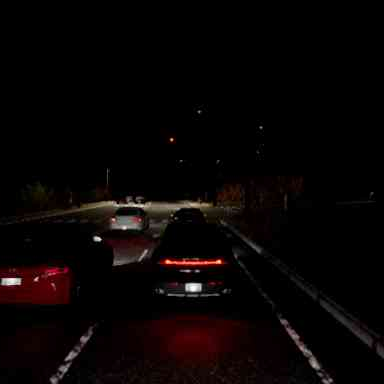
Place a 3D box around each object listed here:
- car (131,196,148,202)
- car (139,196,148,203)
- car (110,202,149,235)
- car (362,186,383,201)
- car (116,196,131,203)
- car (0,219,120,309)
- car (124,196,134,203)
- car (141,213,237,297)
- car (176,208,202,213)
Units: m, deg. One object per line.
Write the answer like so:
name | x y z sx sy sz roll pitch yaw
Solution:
car | -9.633 1.606 61.744 2.128 1.511 4.902 0 0 -5
car | -11.271 1.729 77.109 1.994 1.385 4.181 0 0 -7
car | -3.481 1.538 18.818 1.812 1.442 4.674 0 0 -3
car | 22.405 0.095 38.890 4.553 1.767 2.097 -3 0 -3
car | -12.848 1.639 61.272 1.812 1.442 4.674 0 0 -5
car | -3.232 1.567 7.929 1.994 1.385 4.181 0 0 -1
car | -14.485 1.700 76.619 2.128 1.511 4.902 0 0 -7
car | 0.012 1.508 8.542 1.837 1.490 4.892 0 0 0
car | -0.181 1.559 17.949 2.033 1.411 5.357 0 0 -2
